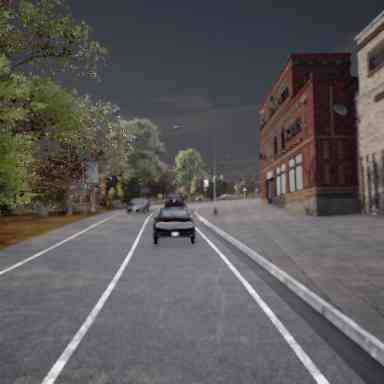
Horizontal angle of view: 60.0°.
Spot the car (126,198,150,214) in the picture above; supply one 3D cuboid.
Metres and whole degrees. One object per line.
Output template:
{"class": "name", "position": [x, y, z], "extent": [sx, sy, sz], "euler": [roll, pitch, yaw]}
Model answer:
{"class": "car", "position": [-5.366, 1.395, 33.500], "extent": [2.128, 1.511, 4.902], "euler": [0, 0, 0]}

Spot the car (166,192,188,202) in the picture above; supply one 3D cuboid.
{"class": "car", "position": [-1.776, 1.068, 39.453], "extent": [2.150, 2.045, 5.566], "euler": [-1, 0, 5]}

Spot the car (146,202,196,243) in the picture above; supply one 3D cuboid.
{"class": "car", "position": [-0.887, 1.482, 15.947], "extent": [2.128, 1.511, 4.902], "euler": [0, 0, -5]}

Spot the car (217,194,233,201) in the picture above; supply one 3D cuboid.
{"class": "car", "position": [7.348, 1.114, 73.103], "extent": [1.812, 1.442, 4.674], "euler": [-4, -1, 34]}
